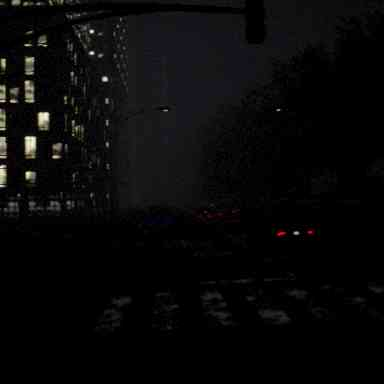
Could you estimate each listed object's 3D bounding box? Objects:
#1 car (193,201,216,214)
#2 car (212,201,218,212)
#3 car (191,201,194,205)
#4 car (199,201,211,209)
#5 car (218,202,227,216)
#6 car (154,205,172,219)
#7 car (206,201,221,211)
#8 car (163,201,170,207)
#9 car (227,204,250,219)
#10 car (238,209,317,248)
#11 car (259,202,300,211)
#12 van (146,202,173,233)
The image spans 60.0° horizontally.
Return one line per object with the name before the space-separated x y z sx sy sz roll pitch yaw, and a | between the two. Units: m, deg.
car | 1.658 2.345 45.609 1.895 1.301 4.718 -1 -1 -4
car | 4.252 2.268 50.722 1.837 1.490 4.892 -1 -1 -4
car | 1.467 2.928 84.993 1.887 1.381 4.507 -1 -1 -4
car | 2.651 2.627 68.124 1.887 1.381 4.507 -1 -1 -4
car | 4.716 2.111 40.246 1.752 1.417 4.829 -1 -1 -4
car | -3.439 2.323 39.765 2.008 1.369 4.403 -1 -1 -4
car | 3.729 2.366 57.701 1.882 1.535 5.008 -1 -1 -4
car | -6.914 3.213 90.270 1.887 1.381 4.507 -1 -1 -4
car | 5.145 2.066 34.467 1.802 1.307 4.206 -1 -1 -4
car | 4.001 1.765 15.968 2.033 1.411 5.357 -1 -1 -6
car | 5.969 1.602 23.253 2.192 1.841 5.009 -1 -1 -4
van | -2.197 1.816 22.934 1.690 1.788 3.998 -1 -1 -4
